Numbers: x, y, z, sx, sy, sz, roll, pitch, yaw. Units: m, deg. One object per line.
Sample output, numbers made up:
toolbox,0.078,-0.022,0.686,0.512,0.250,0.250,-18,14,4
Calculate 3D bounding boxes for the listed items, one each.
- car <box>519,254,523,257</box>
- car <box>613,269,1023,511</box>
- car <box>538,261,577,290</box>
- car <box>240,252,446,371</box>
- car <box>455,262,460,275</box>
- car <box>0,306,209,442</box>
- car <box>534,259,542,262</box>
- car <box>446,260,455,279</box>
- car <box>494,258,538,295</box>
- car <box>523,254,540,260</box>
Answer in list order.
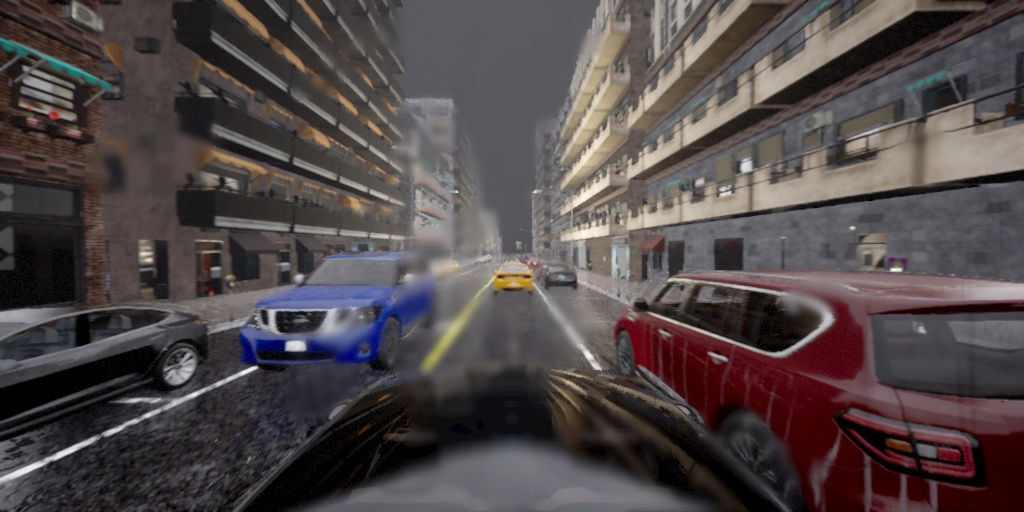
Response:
car,2.666,0.623,54.938,2.192,1.841,5.009,0,0,0
car,2.687,1.046,3.965,2.192,1.841,5.009,0,0,0
car,2.680,1.154,20.956,1.948,1.339,4.313,0,0,0
car,-3.105,0.919,7.907,2.150,2.045,5.566,0,0,0
car,-5.705,1.018,32.143,1.751,1.417,4.829,0,0,0
car,-5.693,1.296,3.993,1.948,1.339,4.313,0,0,0
car,2.678,1.123,26.620,1.802,1.307,4.207,0,0,0
car,-5.703,1.066,26.479,1.751,1.417,4.829,0,0,0
car,0.090,1.086,18.637,1.882,1.535,5.008,0,1,0
car,2.671,0.840,43.610,1.967,1.591,4.097,0,0,0
